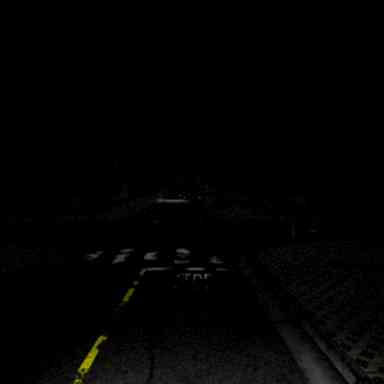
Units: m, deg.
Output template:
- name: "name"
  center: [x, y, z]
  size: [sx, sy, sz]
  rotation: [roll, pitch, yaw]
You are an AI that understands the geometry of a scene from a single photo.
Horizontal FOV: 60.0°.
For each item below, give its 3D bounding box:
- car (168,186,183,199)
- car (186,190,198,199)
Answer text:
- name: "car"
  center: [-2.755, 0.062, 55.327]
  size: [2.150, 2.045, 5.566]
  rotation: [0, 2, 0]
- name: "car"
  center: [-0.005, 0.409, 55.213]
  size: [1.994, 1.385, 4.181]
  rotation: [0, 2, 0]
